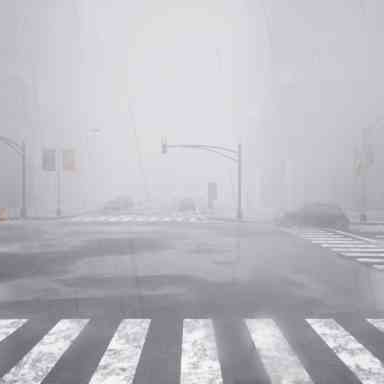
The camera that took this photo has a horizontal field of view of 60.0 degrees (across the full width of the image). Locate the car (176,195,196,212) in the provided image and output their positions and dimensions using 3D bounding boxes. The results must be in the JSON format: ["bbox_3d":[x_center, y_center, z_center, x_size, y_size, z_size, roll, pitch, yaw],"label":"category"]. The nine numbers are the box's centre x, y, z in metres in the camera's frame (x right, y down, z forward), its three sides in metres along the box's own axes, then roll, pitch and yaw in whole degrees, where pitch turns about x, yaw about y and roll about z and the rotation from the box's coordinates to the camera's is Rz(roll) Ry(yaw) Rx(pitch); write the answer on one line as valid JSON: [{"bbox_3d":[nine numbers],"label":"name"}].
[{"bbox_3d":[-0.545,1.448,39.029,1.967,1.590,4.097,0,0,0],"label":"car"}]

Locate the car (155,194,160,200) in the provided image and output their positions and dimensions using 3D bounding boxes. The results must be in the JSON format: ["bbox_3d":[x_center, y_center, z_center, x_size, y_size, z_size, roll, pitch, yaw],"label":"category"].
[{"bbox_3d":[-9.254,1.417,76.973,2.192,1.841,5.009,0,0,0],"label":"car"}]

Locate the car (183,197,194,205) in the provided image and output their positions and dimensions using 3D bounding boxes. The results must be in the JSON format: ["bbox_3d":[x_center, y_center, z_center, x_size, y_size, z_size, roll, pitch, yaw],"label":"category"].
[{"bbox_3d":[-0.650,1.603,60.728,1.887,1.381,4.507,0,0,0],"label":"car"}]

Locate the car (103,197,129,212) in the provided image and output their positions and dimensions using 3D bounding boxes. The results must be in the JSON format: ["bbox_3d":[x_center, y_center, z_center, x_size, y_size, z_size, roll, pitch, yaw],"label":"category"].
[{"bbox_3d":[-9.070,1.574,38.990,1.947,1.339,4.313,0,0,0],"label":"car"}]

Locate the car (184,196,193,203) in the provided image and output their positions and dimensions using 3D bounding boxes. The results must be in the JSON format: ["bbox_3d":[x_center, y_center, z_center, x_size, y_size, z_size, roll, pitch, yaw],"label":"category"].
[{"bbox_3d":[-0.703,1.612,71.748,1.752,1.417,4.829,0,0,0],"label":"car"}]

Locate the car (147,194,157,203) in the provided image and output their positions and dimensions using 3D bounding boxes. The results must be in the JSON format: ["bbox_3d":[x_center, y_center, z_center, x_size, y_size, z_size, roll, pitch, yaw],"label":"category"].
[{"bbox_3d":[-9.227,1.669,71.546,1.802,1.307,4.206,0,0,0],"label":"car"}]

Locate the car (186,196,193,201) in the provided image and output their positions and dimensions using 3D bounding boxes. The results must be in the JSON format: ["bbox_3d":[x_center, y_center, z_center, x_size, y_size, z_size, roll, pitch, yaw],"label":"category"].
[{"bbox_3d":[-0.808,1.696,93.278,1.887,1.381,4.507,0,0,0],"label":"car"}]

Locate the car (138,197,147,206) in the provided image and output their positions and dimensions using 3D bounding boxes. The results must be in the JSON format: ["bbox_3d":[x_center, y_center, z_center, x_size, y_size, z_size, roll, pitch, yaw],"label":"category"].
[{"bbox_3d":[-9.147,1.570,55.098,1.752,1.417,4.829,0,0,0],"label":"car"}]

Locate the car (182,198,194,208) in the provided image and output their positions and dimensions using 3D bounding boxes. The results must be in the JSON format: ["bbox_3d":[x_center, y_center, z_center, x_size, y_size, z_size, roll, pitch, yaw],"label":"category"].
[{"bbox_3d":[-0.597,1.614,49.878,1.802,1.307,4.206,0,0,0],"label":"car"}]

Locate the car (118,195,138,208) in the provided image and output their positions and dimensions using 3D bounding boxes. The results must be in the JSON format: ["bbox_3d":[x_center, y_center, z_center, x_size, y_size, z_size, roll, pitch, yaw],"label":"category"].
[{"bbox_3d":[-9.097,1.335,44.417,2.192,1.841,5.009,0,0,0],"label":"car"}]

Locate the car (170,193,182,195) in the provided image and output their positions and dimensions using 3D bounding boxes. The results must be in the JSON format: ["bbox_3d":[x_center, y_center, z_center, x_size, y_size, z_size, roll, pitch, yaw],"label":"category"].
[{"bbox_3d":[-3.481,1.559,75.608,1.837,1.490,4.892,0,0,0],"label":"car"}]

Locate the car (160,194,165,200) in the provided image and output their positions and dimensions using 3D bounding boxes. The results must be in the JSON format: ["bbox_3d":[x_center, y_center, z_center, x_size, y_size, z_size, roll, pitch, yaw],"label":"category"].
[{"bbox_3d":[-9.332,1.696,93.249,1.887,1.381,4.507,0,0,0],"label":"car"}]

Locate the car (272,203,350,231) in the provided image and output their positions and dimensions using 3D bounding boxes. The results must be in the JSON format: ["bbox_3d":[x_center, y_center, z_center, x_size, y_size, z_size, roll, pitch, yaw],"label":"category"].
[{"bbox_3d":[7.502,1.478,21.286,4.553,1.767,2.097,1,0,5],"label":"car"}]

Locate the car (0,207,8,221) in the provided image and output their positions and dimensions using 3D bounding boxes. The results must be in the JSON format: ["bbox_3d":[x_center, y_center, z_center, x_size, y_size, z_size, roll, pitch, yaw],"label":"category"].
[{"bbox_3d":[-14.263,1.296,20.839,5.008,1.535,1.882,1,0,0],"label":"car"}]

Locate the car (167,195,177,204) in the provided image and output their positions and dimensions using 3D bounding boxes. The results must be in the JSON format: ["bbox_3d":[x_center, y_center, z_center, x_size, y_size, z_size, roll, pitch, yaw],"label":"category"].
[{"bbox_3d":[-3.433,1.672,65.640,1.895,1.301,4.718,0,0,0],"label":"car"}]
